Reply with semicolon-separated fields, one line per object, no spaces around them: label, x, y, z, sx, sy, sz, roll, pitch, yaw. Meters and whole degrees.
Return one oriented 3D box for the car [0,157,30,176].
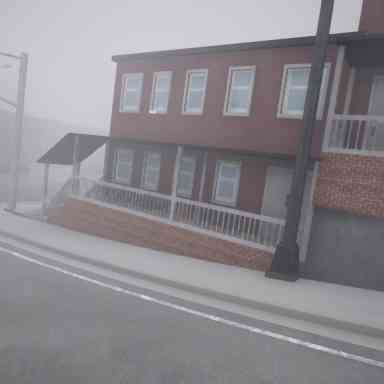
car;-18.524;-2.629;32.757;2.097;1.767;4.553;11;7;35

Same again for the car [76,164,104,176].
car;-13.822;-3.045;45.230;2.128;1.511;4.902;11;7;35
